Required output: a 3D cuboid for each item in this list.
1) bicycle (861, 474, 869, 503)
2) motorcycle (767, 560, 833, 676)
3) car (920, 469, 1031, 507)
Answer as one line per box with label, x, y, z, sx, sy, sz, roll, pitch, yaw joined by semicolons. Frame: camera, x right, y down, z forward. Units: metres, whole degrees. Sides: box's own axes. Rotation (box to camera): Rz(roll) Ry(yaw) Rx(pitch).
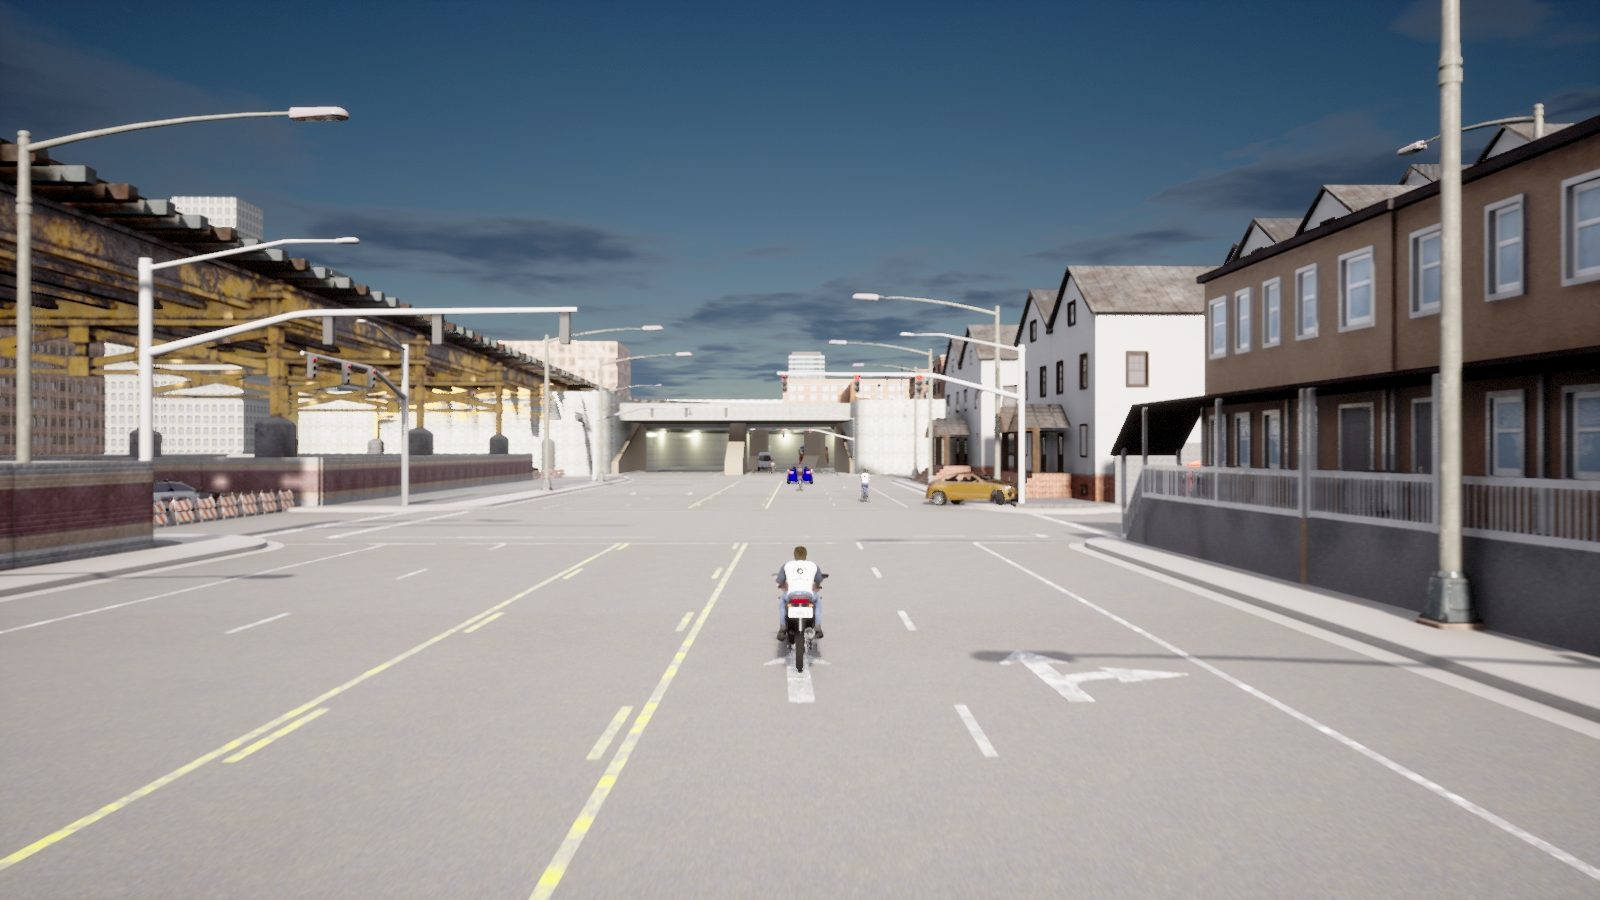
bicycle;3.502;2.052;61.621;0.373;1.521;1.643;0;-1;0
motorcycle;0.001;2.165;15.066;0.803;1.224;2.033;0;0;0
car;8.811;1.925;57.454;5.027;1.651;2.152;-3;0;36
